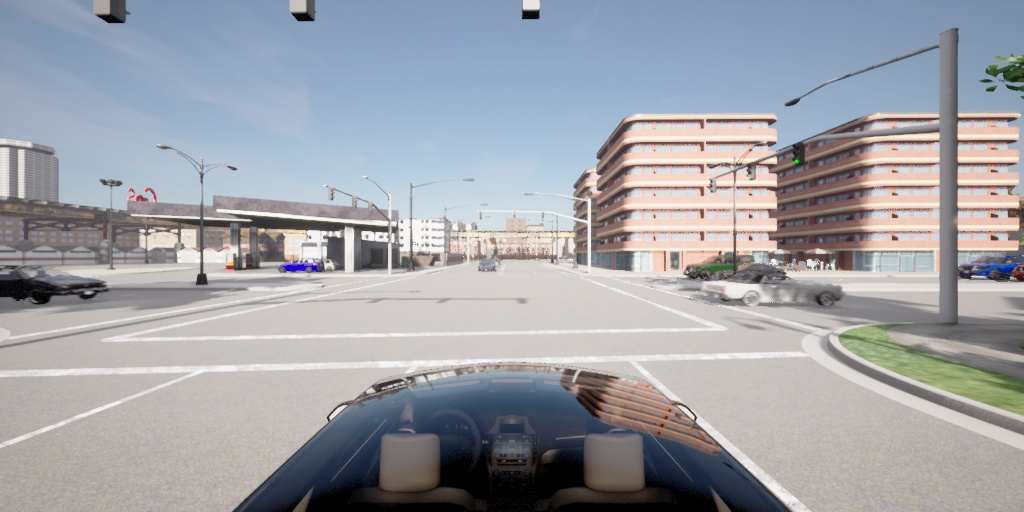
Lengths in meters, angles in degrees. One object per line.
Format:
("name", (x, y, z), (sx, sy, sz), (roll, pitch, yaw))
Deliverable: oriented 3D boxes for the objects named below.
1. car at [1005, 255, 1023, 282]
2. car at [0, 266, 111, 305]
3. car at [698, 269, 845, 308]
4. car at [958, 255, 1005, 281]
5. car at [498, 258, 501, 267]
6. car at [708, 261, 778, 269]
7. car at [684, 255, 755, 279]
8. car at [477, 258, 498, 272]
("car", (40.240, 0.969, 26.030), (5.566, 2.045, 2.150), (0, 0, 1))
("car", (-20.273, 1.133, 14.944), (5.357, 1.411, 2.033), (0, 0, 0))
("car", (10.591, 1.342, 14.687), (4.718, 1.301, 1.895), (0, 0, 0))
("car", (40.228, 0.968, 29.531), (5.566, 2.045, 2.150), (0, 0, 1))
("car", (-3.273, 1.345, 61.477), (1.895, 1.301, 4.718), (0, 0, 0))
("car", (17.393, 1.273, 26.227), (4.674, 1.442, 1.812), (0, 0, 1))
("car", (17.298, 0.961, 29.736), (5.566, 2.045, 2.150), (-1, 0, 0))
("car", (-3.154, 1.098, 45.203), (2.097, 1.767, 4.553), (0, 0, -1))
